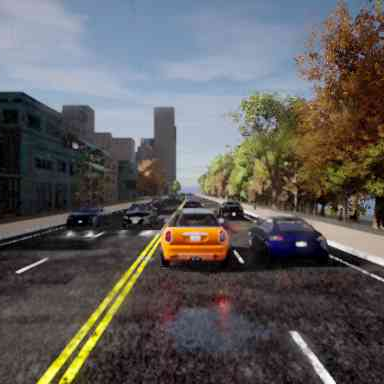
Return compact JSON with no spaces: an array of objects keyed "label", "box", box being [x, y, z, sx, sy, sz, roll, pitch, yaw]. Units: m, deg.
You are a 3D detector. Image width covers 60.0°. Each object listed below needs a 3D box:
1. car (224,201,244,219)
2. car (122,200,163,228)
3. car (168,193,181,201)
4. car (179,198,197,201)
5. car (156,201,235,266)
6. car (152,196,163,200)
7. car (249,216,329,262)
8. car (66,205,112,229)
[{"label":"car","box":[3.336,1.510,28.866,1.837,1.490,4.892,0,0,0]},{"label":"car","box":[-3.360,1.495,22.119,2.128,1.511,4.902,0,0,0]},{"label":"car","box":[-3.300,1.232,63.710,2.150,2.045,5.566,0,0,0]},{"label":"car","box":[0.086,1.483,30.323,1.882,1.535,5.008,0,0,0]},{"label":"car","box":[0.095,1.354,11.723,2.097,1.767,4.553,0,0,0]},{"label":"car","box":[-6.556,1.506,63.753,2.128,1.511,4.902,0,0,1]},{"label":"car","box":[3.344,1.566,12.170,1.994,1.385,4.181,0,0,0]},{"label":"car","box":[-6.610,1.568,21.658,1.994,1.385,4.181,0,0,0]}]
